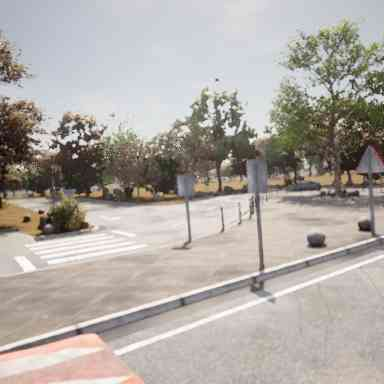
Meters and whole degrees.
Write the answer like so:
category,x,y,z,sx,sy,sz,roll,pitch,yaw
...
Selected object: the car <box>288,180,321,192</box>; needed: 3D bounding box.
category,x,y,z,sx,sy,sz,roll,pitch,yaw
car,14.616,-0.840,43.543,4.181,1.385,1.994,-3,3,5
